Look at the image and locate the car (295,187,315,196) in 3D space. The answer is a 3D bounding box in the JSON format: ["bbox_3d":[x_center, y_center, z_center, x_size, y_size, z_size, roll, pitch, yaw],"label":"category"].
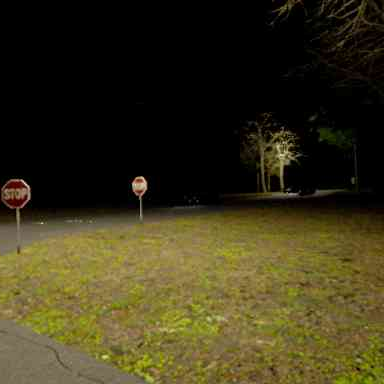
[{"bbox_3d":[19.195,-0.078,55.476,2.033,1.411,5.357,-3,1,30],"label":"car"}]

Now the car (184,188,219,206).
[{"bbox_3d":[1.292,0.604,41.073,2.150,2.045,5.566,-3,0,34],"label":"car"}]

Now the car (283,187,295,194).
[{"bbox_3d":[20.521,-0.279,69.376,1.994,1.385,4.181,-3,1,34],"label":"car"}]
